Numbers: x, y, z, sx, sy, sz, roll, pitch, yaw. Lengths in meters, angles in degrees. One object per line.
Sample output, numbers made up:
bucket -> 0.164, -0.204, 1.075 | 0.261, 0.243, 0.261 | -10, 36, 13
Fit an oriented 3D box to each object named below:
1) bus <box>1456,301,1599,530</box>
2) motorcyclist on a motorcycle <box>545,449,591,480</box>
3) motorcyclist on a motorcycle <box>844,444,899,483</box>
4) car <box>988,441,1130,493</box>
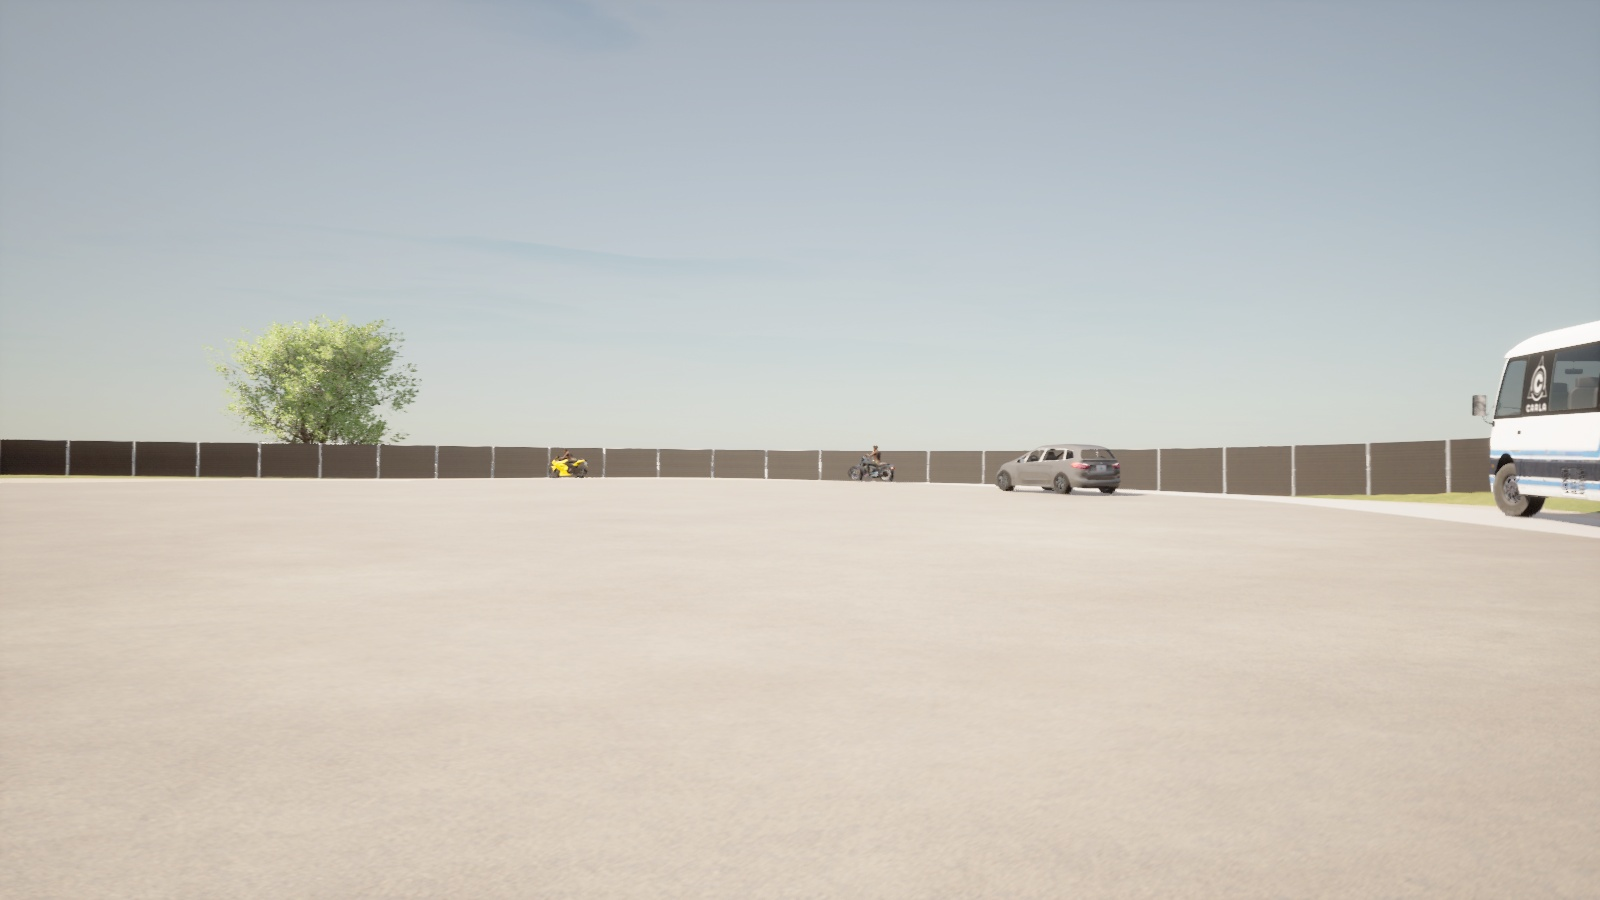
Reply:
bus -> 17.299, -0.629, 25.777 | 3.944, 4.253, 10.273 | 1, 0, 11
motorcyclist on a motorcycle -> -11.316, 0.714, 61.250 | 2.044, 1.523, 0.797 | -1, -1, 14
motorcyclist on a motorcycle -> 3.084, 0.587, 54.233 | 2.350, 1.649, 0.766 | 0, -1, 39
car -> 8.716, 0.525, 42.704 | 2.242, 1.667, 4.611 | 0, 0, -29
